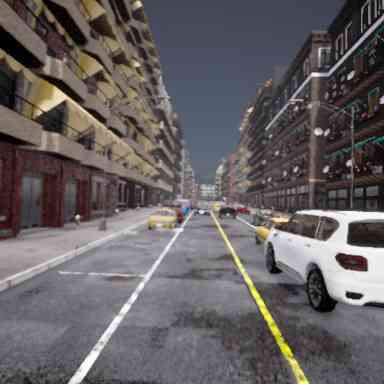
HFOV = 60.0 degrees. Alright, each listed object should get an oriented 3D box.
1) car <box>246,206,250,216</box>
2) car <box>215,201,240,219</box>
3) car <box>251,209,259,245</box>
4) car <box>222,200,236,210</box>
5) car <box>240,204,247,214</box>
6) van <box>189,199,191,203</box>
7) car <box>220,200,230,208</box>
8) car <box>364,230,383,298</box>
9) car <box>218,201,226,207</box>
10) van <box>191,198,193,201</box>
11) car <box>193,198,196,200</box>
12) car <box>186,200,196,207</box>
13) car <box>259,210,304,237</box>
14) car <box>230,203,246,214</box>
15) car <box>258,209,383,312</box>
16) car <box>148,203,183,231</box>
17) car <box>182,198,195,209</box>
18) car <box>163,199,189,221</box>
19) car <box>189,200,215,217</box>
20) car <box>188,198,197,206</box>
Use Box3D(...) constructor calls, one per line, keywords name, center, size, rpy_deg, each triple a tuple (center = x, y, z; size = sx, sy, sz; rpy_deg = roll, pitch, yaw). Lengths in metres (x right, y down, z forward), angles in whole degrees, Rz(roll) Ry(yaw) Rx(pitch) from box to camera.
Box3D(name="car", center=(6.145, 2.129, 28.274), size=(2.008, 1.369, 4.403), rpy_deg=(3, -1, 2))
Box3D(name="car", center=(3.880, 2.131, 37.155), size=(1.837, 1.490, 4.892), rpy_deg=(2, 0, 2))
Box3D(name="car", center=(3.938, 1.775, 14.551), size=(1.801, 1.575, 5.366), rpy_deg=(2, -1, 2))
Box3D(name="car", center=(7.395, 2.506, 66.968), size=(2.192, 1.841, 5.009), rpy_deg=(3, -1, 2))
Box3D(name="car", center=(6.691, 2.376, 44.855), size=(1.887, 1.381, 4.507), rpy_deg=(3, -1, 2))
Box3D(name="van", center=(-1.348, 1.826, 39.654), size=(1.690, 1.788, 3.998), rpy_deg=(3, -1, 2))
Box3D(name="car", center=(7.750, 2.820, 78.022), size=(1.967, 1.590, 4.097), rpy_deg=(3, -1, 2))
Box3D(name="car", center=(5.425, 1.788, 6.336), size=(1.752, 1.417, 4.829), rpy_deg=(3, -1, 2))
Box3D(name="car", center=(8.105, 3.159, 89.075), size=(1.802, 1.307, 4.206), rpy_deg=(3, -1, 2))
Box3D(name="van", center=(-1.168, 1.914, 45.182), size=(1.690, 1.788, 3.998), rpy_deg=(3, -1, 2))
Box3D(name="car", center=(-0.803, 2.065, 56.236), size=(2.192, 1.841, 5.009), rpy_deg=(3, -1, 2))
Box3D(name="car", center=(-0.274, 2.592, 72.814), size=(1.947, 1.339, 4.313), rpy_deg=(3, -1, 2))
Box3D(name="car", center=(5.964, 2.042, 22.746), size=(1.887, 1.381, 4.507), rpy_deg=(3, -1, 2))
Box3D(name="car", center=(6.872, 2.464, 50.382), size=(1.887, 1.381, 4.507), rpy_deg=(3, -1, 2))
Box3D(name="car", center=(3.488, 1.447, 8.344), size=(2.150, 2.045, 5.566), rpy_deg=(2, -1, -2))
Box3D(name="car", center=(-1.910, 1.761, 22.902), size=(1.752, 1.417, 4.829), rpy_deg=(3, -1, 2))
Box3D(name="car", center=(-0.621, 2.156, 61.762), size=(2.192, 1.841, 5.009), rpy_deg=(3, -1, 2))
Box3D(name="car", center=(-1.710, 1.634, 28.603), size=(2.192, 1.841, 5.009), rpy_deg=(3, -1, 2))
Box3D(name="car", center=(1.136, 2.038, 38.111), size=(2.128, 1.511, 4.902), rpy_deg=(2, -1, 2))
Box3D(name="car", center=(0.284, 2.635, 89.396), size=(2.192, 1.841, 5.009), rpy_deg=(3, -1, 2))
